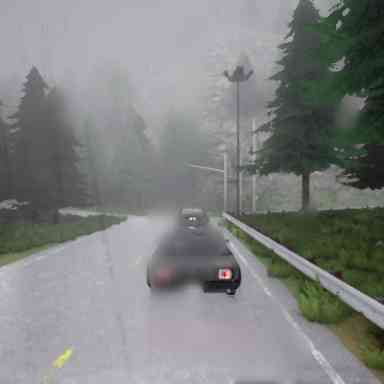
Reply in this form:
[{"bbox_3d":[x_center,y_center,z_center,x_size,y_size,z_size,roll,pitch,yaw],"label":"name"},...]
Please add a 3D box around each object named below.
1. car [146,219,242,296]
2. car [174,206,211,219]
[{"bbox_3d":[0.051,1.630,8.703,1.895,1.301,4.718,0,0,0],"label":"car"},{"bbox_3d":[0.035,1.570,19.010,1.837,1.490,4.892,0,0,0],"label":"car"}]
